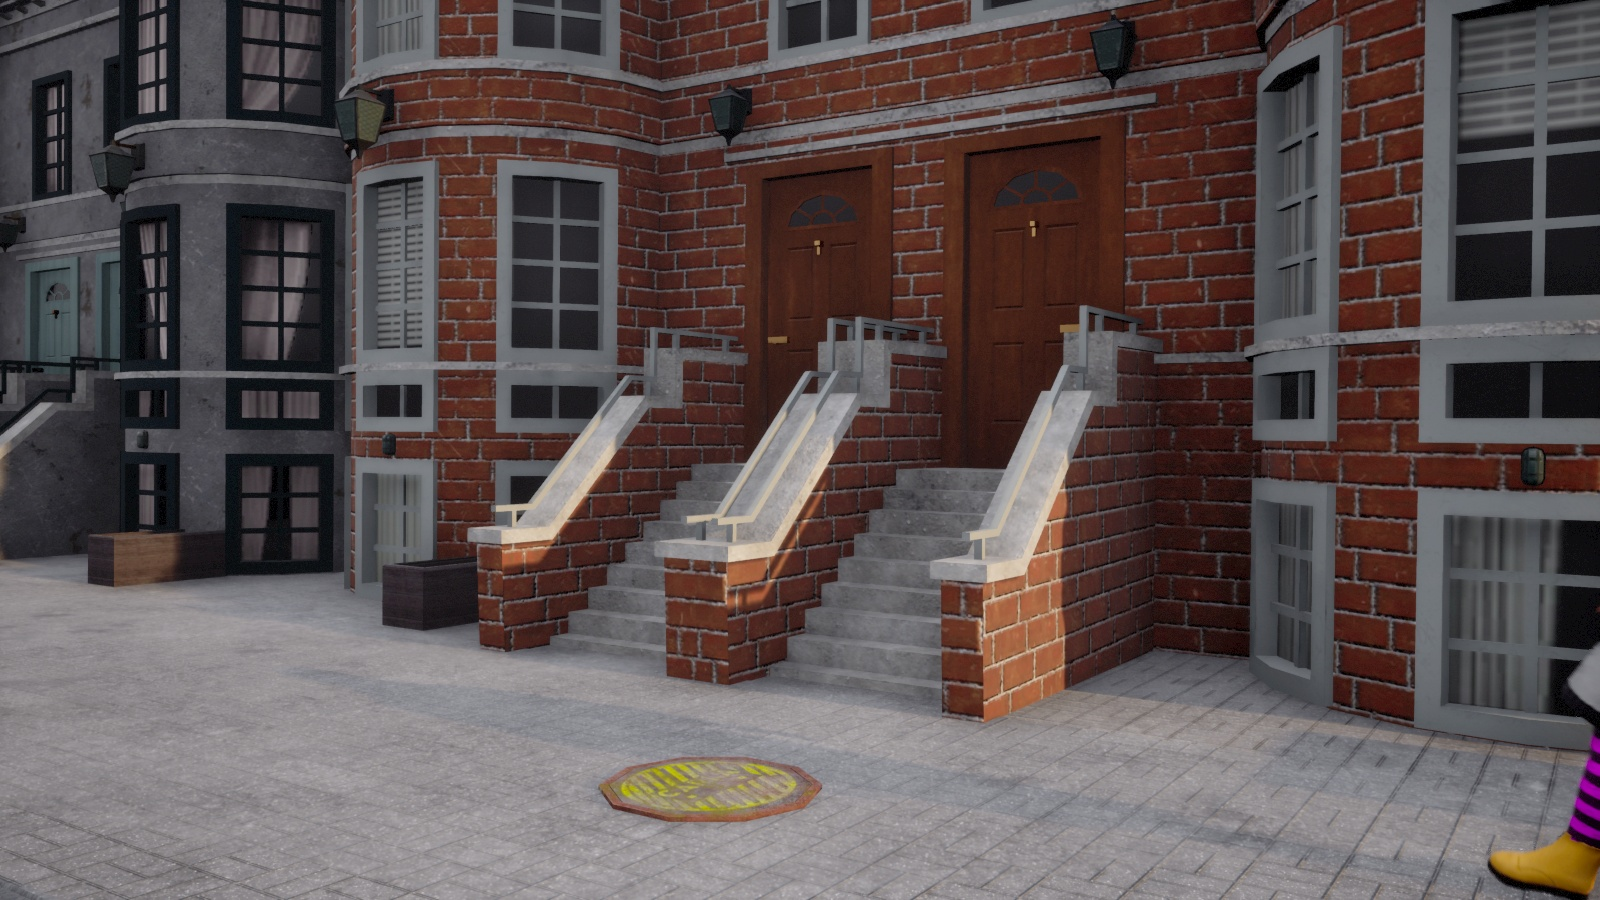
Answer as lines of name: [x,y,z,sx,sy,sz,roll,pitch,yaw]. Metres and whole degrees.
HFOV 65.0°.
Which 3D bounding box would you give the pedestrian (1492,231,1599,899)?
pedestrian: [2.557,0.369,3.594,0.873,1.952,0.659,0,1,43]
